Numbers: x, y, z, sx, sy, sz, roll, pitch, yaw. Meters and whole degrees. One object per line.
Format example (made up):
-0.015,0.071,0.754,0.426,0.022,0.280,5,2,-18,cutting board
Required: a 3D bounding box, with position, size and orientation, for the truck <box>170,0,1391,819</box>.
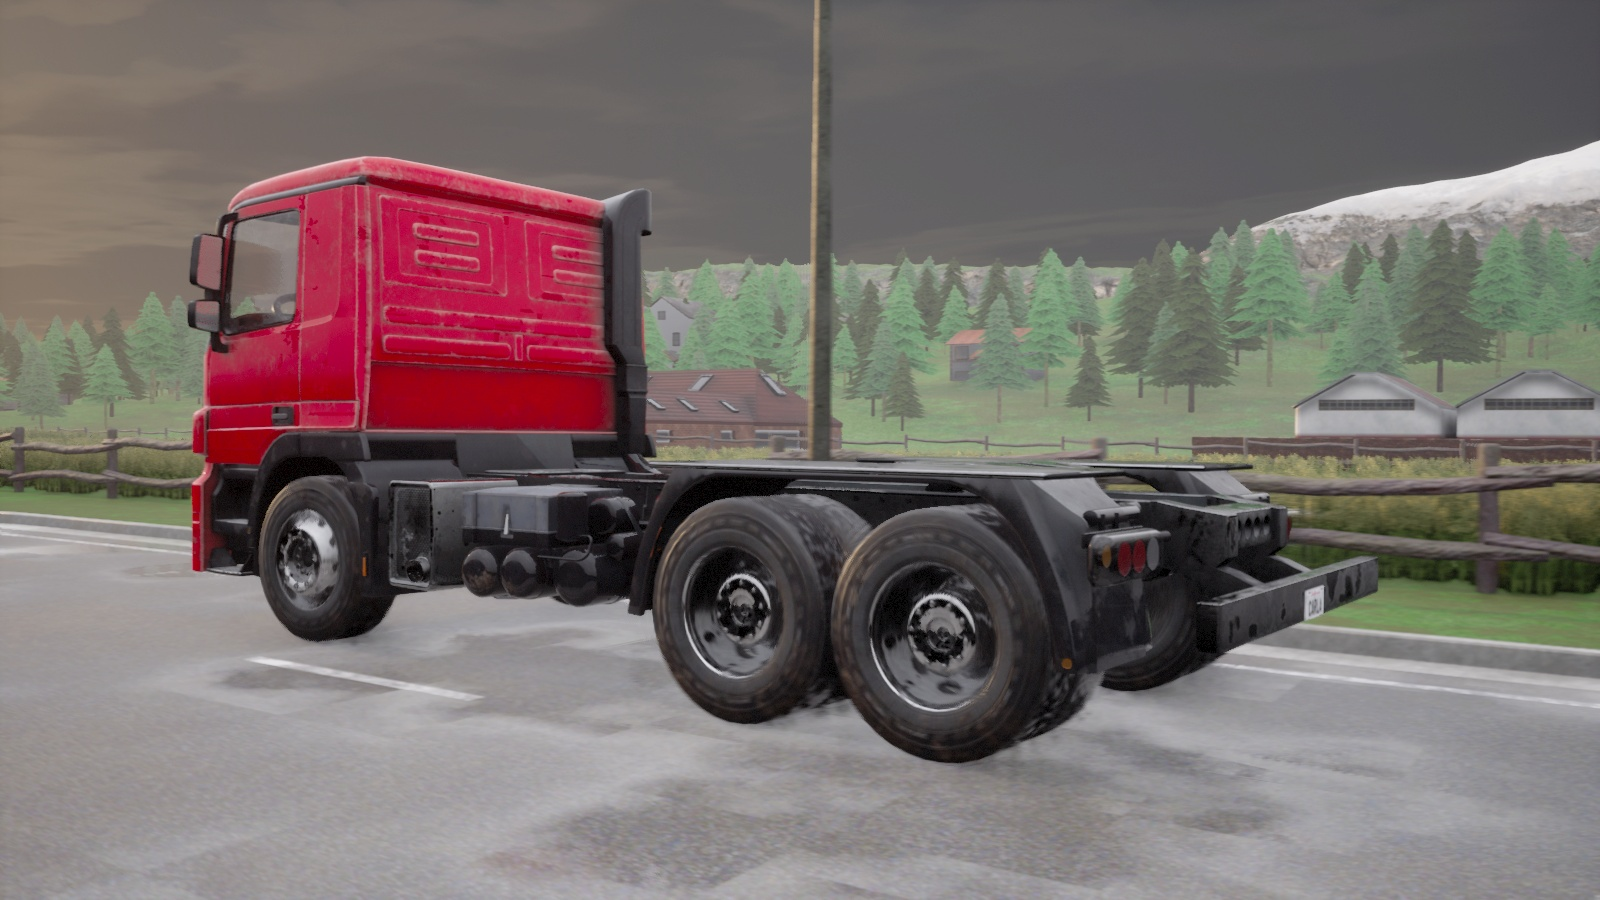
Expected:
-0.723,-0.357,8.291,7.936,3.462,2.891,0,1,37,truck
